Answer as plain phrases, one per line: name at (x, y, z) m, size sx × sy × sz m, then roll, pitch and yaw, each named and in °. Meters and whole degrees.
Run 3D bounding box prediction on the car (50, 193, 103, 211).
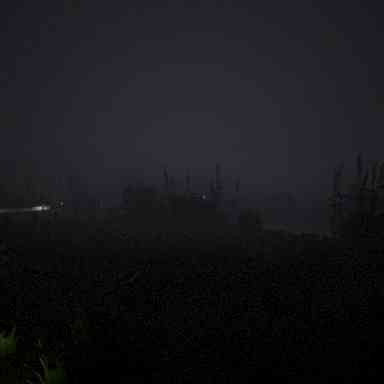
car at (-10.539, 0.961, 30.381) m, size 2.097 × 1.767 × 4.553 m, roll 0°, pitch 3°, yaw 40°
